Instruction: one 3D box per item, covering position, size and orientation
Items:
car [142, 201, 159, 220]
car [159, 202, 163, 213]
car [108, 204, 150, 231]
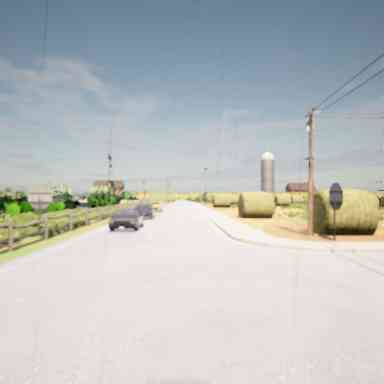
[{"bbox_3d":[-4.691,1.910,33.083,1.837,1.490,4.892,0,-1,-2],"label":"car"},{"bbox_3d":[-5.099,2.060,46.823,1.882,1.535,5.008,0,-1,-1],"label":"car"},{"bbox_3d":[-4.381,1.823,22.977,2.033,1.411,5.357,0,-1,-2],"label":"car"}]
